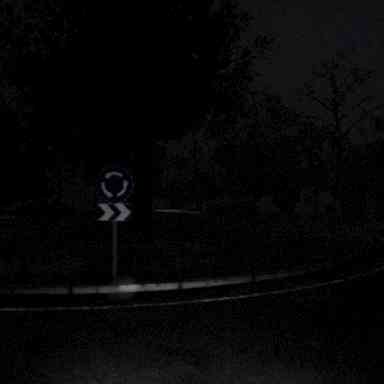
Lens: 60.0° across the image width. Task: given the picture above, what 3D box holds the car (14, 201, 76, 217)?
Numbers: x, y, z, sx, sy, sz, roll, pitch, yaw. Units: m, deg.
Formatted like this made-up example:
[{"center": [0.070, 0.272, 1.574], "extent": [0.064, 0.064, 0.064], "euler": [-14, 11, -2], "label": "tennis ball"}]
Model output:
[{"center": [-14.096, 1.579, 32.200], "extent": [5.357, 1.411, 2.033], "euler": [0, 0, -39], "label": "car"}]

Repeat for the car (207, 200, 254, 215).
[{"center": [3.914, 1.534, 34.196], "extent": [4.902, 1.511, 2.128], "euler": [0, 0, 29], "label": "car"}]
